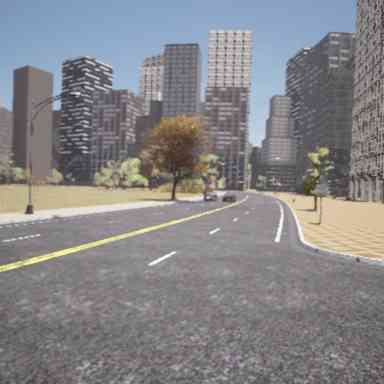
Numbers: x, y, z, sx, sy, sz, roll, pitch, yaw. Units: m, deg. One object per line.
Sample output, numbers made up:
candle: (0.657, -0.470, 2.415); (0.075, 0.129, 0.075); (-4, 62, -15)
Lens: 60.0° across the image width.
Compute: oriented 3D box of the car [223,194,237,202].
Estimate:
car: (6.382, 0.971, 55.803); (1.994, 1.385, 4.181); (2, 1, 13)

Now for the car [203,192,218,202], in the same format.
car: (3.222, 0.782, 56.544); (2.128, 1.511, 4.902); (2, 1, 13)
